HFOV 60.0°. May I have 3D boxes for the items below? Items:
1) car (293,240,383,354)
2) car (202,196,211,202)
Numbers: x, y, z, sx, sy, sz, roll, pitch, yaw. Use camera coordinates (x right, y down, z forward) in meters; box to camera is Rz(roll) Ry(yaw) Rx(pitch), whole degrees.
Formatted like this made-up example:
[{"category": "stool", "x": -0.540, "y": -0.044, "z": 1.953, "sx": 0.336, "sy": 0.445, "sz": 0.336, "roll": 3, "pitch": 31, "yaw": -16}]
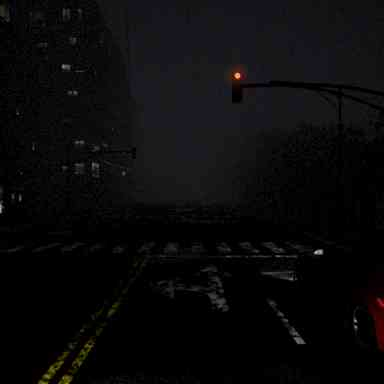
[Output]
[{"category": "car", "x": 3.345, "y": 1.564, "z": 6.128, "sx": 1.994, "sy": 1.385, "sz": 4.181, "roll": 0, "pitch": 0, "yaw": 0}, {"category": "car", "x": 3.198, "y": 1.552, "z": 73.608, "sx": 2.128, "sy": 1.511, "sz": 4.902, "roll": 0, "pitch": 0, "yaw": 0}]
